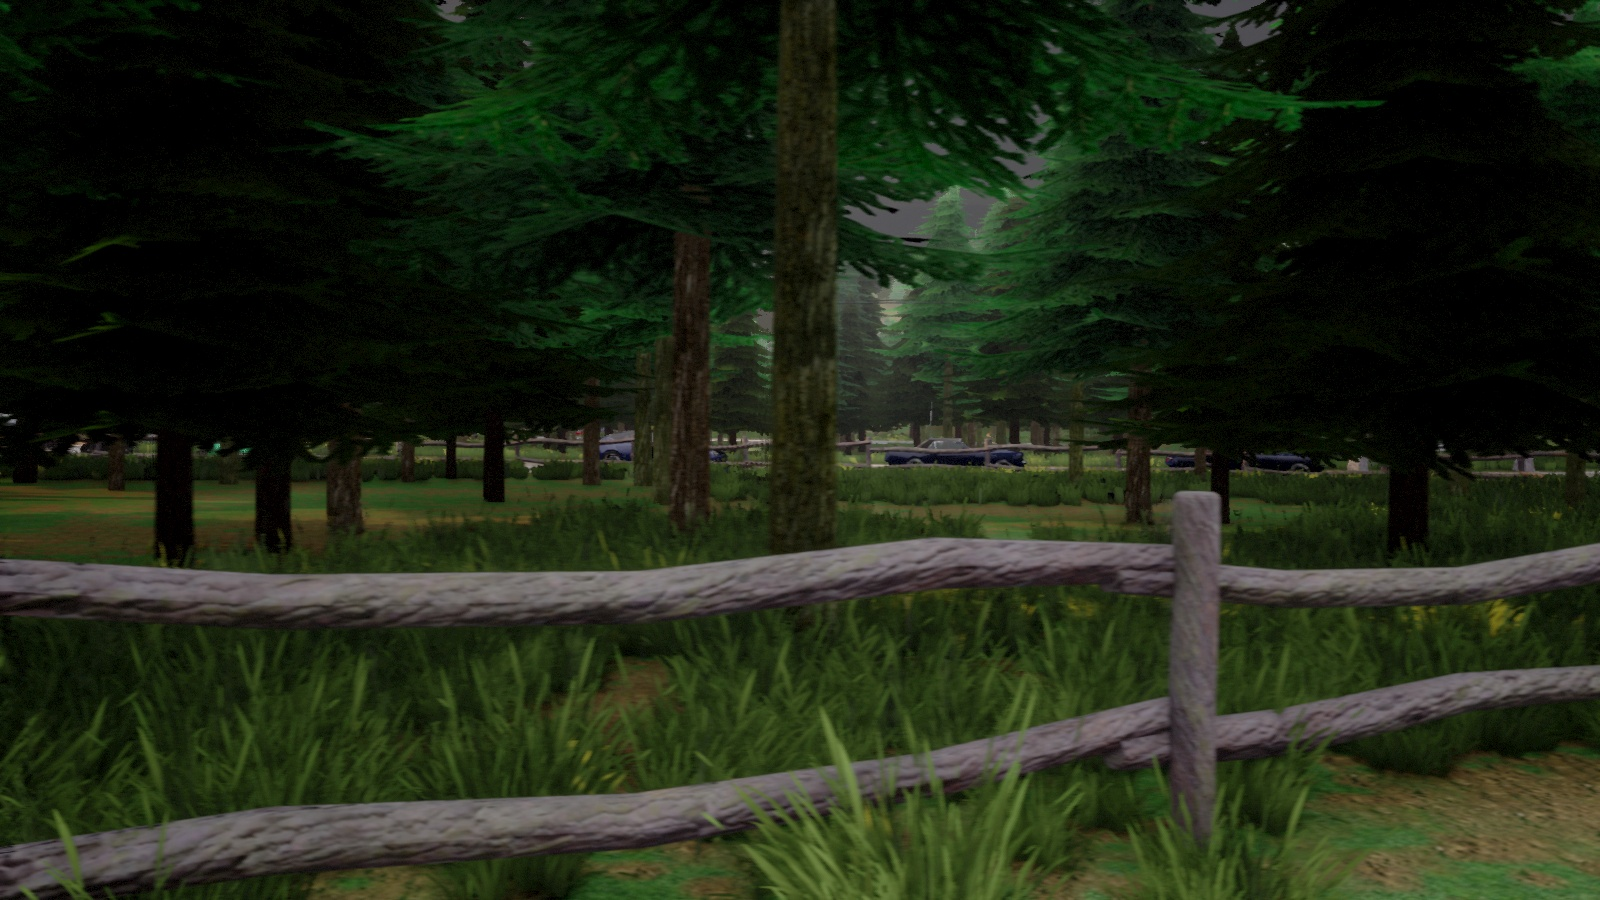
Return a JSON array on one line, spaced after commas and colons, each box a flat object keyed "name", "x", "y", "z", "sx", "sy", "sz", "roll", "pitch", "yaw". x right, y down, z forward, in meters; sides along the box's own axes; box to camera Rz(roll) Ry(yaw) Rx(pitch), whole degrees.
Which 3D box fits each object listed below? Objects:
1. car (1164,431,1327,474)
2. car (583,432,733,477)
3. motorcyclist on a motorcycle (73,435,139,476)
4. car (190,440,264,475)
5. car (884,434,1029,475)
[{"name": "car", "x": 14.424, "y": 0.069, "z": 40.904, "sx": 4.718, "sy": 1.301, "sz": 1.895, "roll": -1, "pitch": 1, "yaw": 8}, {"name": "car", "x": -4.907, "y": 0.137, "z": 43.714, "sx": 4.792, "sy": 1.488, "sz": 2.163, "roll": 0, "pitch": 1, "yaw": 8}, {"name": "motorcyclist on a motorcycle", "x": -28.100, "y": 0.222, "z": 50.849, "sx": 2.350, "sy": 1.649, "sz": 0.766, "roll": -1, "pitch": 1, "yaw": 10}, {"name": "car", "x": -22.769, "y": 0.282, "z": 49.932, "sx": 2.207, "sy": 1.376, "sz": 1.481, "roll": 0, "pitch": 1, "yaw": 10}, {"name": "car", "x": 5.252, "y": 0.149, "z": 42.233, "sx": 4.718, "sy": 1.301, "sz": 1.895, "roll": 0, "pitch": 1, "yaw": 8}]
